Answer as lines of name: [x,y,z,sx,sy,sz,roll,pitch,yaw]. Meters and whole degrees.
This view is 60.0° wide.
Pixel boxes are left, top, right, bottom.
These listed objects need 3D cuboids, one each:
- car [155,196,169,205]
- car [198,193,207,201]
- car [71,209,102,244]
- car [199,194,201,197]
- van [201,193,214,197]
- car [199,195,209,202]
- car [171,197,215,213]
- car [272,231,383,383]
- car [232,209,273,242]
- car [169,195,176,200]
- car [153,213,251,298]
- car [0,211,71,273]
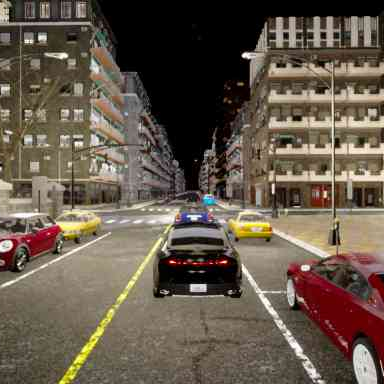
car: [-5.618,1.556,59.837,1.802,1.307,4.206,1,0,0]
car: [2.795,1.249,88.126,2.192,1.841,5.009,1,0,0]
car: [-5.664,1.527,15.963,1.752,1.417,4.829,1,0,0]
car: [2.762,1.519,59.772,1.887,1.381,4.507,1,0,0]
van: [2.759,1.321,54.100,1.690,1.788,3.998,1,0,0]
car: [2.780,1.503,76.784,2.008,1.369,4.403,1,0,0]
car: [0.140,1.354,18.757,2.097,1.767,4.553,0,0,1]
car: [2.705,1.546,4.874,1.887,1.381,4.507,1,0,0]
car: [2.716,1.527,16.277,1.752,1.417,4.829,1,0,0]
car: [-5.588,1.516,88.192,1.802,1.307,4.206,1,0,0]
car: [0.112,1.506,8.497,1.837,1.490,4.892,0,0,0]
car: [-5.669,1.442,10.519,1.967,1.590,4.097,1,0,0]
